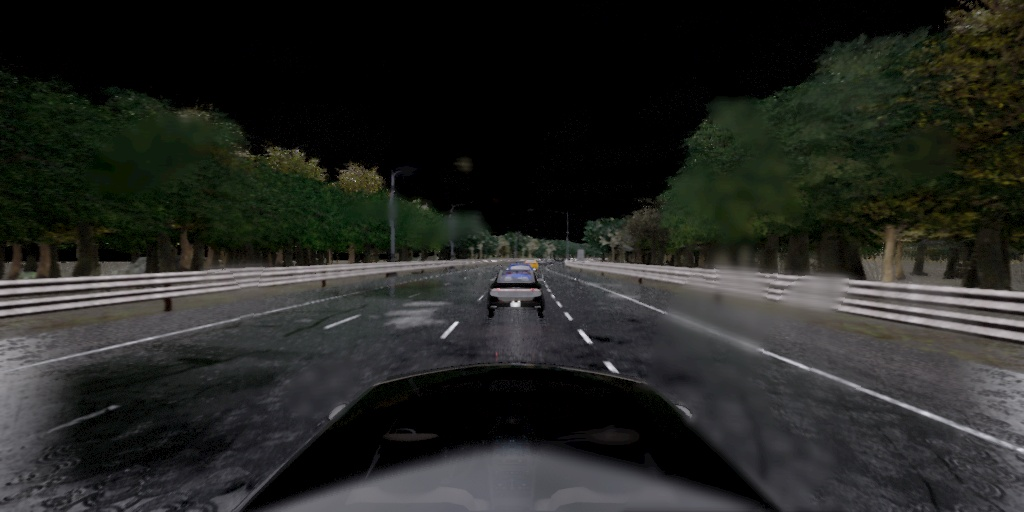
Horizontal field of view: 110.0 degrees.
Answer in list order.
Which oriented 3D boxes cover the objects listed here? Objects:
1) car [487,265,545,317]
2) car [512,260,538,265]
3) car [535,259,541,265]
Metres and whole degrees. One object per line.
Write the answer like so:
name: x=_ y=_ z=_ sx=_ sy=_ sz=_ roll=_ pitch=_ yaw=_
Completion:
car: x=0.170 y=1.244 z=13.159 sx=2.128 sy=1.511 sz=4.902 roll=0 pitch=0 yaw=2
car: x=0.604 y=1.251 z=24.557 sx=1.882 sy=1.535 sz=5.008 roll=0 pitch=0 yaw=3
car: x=2.788 y=1.299 z=51.977 sx=1.882 sy=1.535 sz=5.008 roll=0 pitch=0 yaw=6
